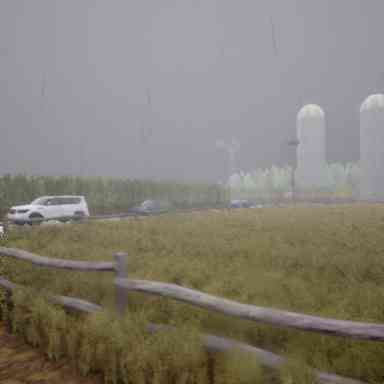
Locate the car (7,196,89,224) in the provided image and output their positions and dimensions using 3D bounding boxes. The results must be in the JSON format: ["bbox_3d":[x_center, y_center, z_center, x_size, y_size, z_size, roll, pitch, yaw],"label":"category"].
[{"bbox_3d":[-10.046,1.290,23.701,2.150,2.045,5.566,-1,-1,36],"label":"car"}]

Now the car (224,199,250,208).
[{"bbox_3d":[6.338,1.708,46.360,1.882,1.535,5.008,-1,-1,36],"label":"car"}]

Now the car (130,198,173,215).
[{"bbox_3d":[-3.899,1.507,32.254,2.097,1.767,4.553,-1,-1,36],"label":"car"}]
